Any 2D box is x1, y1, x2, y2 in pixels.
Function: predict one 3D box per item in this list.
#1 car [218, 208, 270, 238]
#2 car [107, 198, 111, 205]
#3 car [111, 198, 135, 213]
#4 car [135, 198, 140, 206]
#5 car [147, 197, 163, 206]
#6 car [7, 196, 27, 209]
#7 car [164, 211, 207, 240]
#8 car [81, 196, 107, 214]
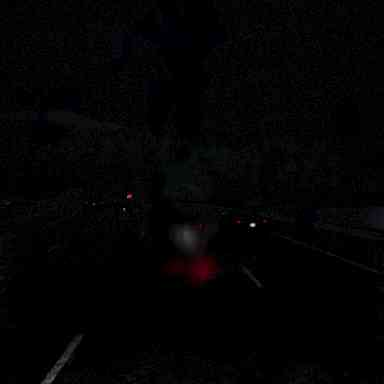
[{"bbox_3d":[2.655,1.558,17.886,1.994,1.385,4.181,-1,0,-7],"label":"car"},{"bbox_3d":[-15.379,1.868,60.738,1.994,1.385,4.181,-1,0,-24],"label":"car"},{"bbox_3d":[-8.294,1.681,39.841,1.837,1.490,4.892,1,-1,-15],"label":"car"},{"bbox_3d":[-10.419,1.725,57.833,2.128,1.511,4.902,0,0,-22],"label":"car"},{"bbox_3d":[-6.382,1.670,57.001,2.128,1.511,4.902,0,0,-21],"label":"car"},{"bbox_3d":[-26.840,1.666,51.094,2.150,2.045,5.566,-1,0,-20],"label":"car"},{"bbox_3d":[-0.512,1.636,17.277,1.895,1.301,4.718,-1,0,-7],"label":"car"},{"bbox_3d":[-11.506,1.438,39.061,2.150,2.045,5.566,0,-1,-16],"label":"car"}]
